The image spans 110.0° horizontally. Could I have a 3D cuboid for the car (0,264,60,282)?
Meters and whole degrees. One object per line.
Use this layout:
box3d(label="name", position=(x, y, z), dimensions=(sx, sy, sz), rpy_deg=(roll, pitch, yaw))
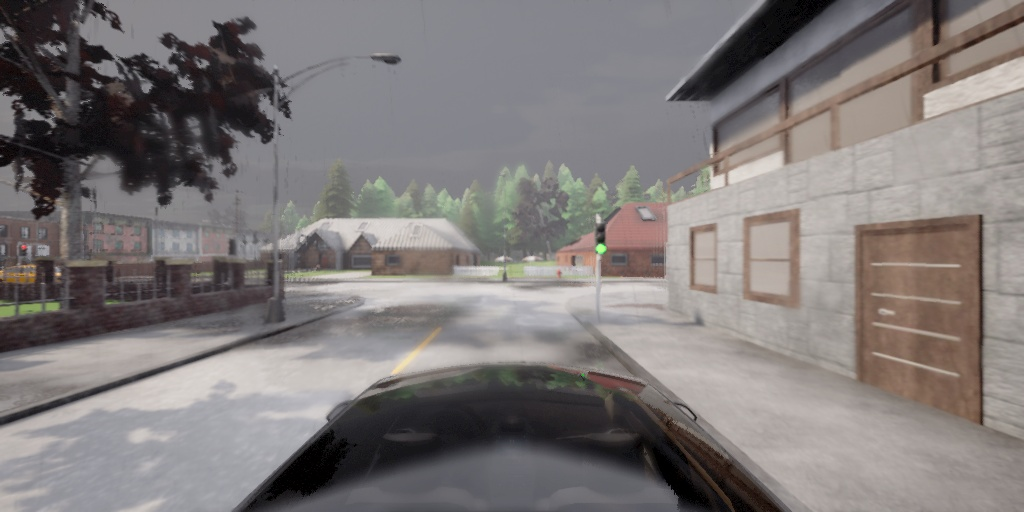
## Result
box3d(label="car", position=(-28.638, 1.276, 21.882), dimensions=(5.008, 1.535, 1.882), rpy_deg=(0, 0, 0))
